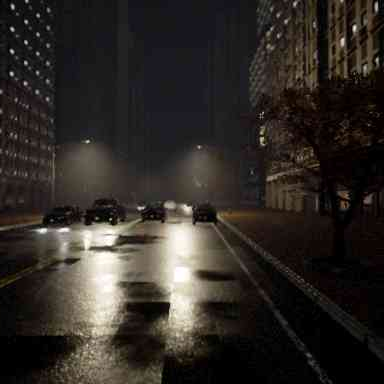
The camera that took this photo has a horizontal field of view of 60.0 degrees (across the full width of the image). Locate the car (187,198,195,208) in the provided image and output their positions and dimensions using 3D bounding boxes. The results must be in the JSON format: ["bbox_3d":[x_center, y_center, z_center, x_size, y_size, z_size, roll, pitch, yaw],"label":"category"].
[{"bbox_3d":[-0.015,2.155,61.573,2.128,1.511,4.902,0,-1,0],"label":"car"}]

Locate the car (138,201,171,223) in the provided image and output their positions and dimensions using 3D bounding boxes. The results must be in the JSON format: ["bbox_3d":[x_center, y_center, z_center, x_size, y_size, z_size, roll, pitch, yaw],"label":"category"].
[{"bbox_3d":[-3.157,1.787,28.722,1.882,1.535,5.008,0,-1,0],"label":"car"}]

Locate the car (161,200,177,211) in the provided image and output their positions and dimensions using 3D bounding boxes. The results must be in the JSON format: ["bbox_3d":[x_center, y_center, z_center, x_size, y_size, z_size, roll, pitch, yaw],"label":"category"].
[{"bbox_3d":[-3.161,2.048,48.498,1.812,1.442,4.674,0,-1,0],"label":"car"}]

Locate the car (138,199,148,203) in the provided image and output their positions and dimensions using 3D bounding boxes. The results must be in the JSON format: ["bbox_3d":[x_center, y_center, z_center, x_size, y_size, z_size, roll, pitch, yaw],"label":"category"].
[{"bbox_3d":[-9.766,2.239,67.614,2.128,1.511,4.902,0,-1,0],"label":"car"}]

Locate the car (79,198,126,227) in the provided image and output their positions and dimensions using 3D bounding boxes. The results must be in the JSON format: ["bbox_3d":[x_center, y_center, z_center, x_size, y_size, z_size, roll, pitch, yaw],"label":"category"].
[{"bbox_3d":[-6.605,1.500,25.861,2.150,2.045,5.566,0,-1,0],"label":"car"}]

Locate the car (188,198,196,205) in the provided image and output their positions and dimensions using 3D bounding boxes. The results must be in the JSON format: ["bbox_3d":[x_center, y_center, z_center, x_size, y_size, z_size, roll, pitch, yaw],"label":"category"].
[{"bbox_3d":[-0.018,2.166,77.728,1.882,1.535,5.008,0,-1,0],"label":"car"}]

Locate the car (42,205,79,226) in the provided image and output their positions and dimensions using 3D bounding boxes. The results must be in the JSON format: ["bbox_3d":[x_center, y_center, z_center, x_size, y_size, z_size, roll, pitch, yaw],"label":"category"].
[{"bbox_3d":[-9.854,1.782,25.788,1.837,1.490,4.892,0,-1,0],"label":"car"}]

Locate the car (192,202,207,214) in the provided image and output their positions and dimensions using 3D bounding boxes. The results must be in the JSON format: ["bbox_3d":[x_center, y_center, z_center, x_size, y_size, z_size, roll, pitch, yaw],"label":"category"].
[{"bbox_3d":[0.965,1.987,42.776,1.812,1.442,4.674,0,-1,0],"label":"car"}]

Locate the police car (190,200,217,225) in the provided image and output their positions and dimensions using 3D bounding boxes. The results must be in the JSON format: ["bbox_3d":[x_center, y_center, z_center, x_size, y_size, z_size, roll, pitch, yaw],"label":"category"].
[{"bbox_3d":[0.969,1.715,26.886,1.930,1.638,5.238,0,-1,0],"label":"police car"}]
